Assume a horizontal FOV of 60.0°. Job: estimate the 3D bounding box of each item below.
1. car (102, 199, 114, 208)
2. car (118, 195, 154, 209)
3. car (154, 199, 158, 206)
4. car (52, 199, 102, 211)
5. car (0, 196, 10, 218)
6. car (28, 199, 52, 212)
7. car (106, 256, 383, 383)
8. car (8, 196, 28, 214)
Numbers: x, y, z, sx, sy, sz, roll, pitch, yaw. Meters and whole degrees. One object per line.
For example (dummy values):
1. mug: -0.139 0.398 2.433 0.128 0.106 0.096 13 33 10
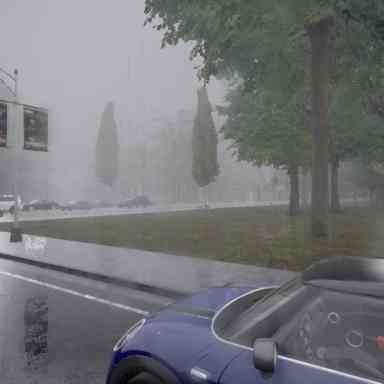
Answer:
1. car: -14.096 1.837 51.209 1.994 1.385 4.181 0 0 35
2. car: -9.132 1.514 52.631 2.150 2.045 5.566 0 0 36
3. car: -8.150 1.836 59.652 2.128 1.511 4.902 0 0 36
4. car: -15.121 1.778 44.079 2.033 1.411 5.357 0 0 35
5. car: -18.328 1.495 27.807 2.097 1.767 4.553 0 0 35
6. car: -19.779 1.695 43.090 1.882 1.535 5.008 0 0 35
7. car: 1.394 1.352 2.694 4.553 1.767 2.097 0 0 36
8. car: -21.085 1.399 35.563 2.150 2.045 5.566 0 0 34
